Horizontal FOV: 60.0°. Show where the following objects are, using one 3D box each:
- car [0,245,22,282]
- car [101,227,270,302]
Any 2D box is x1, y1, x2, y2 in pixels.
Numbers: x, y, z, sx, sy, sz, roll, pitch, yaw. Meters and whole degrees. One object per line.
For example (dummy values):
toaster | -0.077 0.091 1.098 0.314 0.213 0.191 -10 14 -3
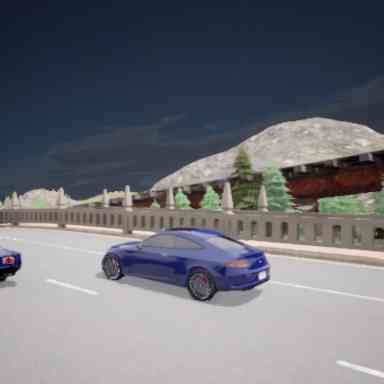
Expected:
car | -6.572 1.687 8.856 4.718 1.301 1.895 0 -1 37
car | -0.328 1.639 8.573 4.674 1.442 1.812 0 -1 37
